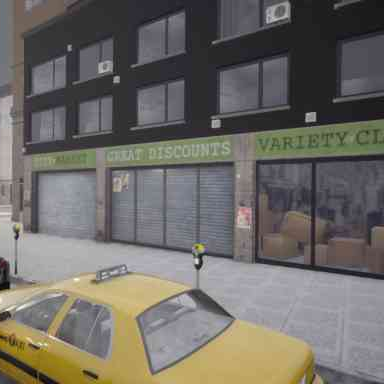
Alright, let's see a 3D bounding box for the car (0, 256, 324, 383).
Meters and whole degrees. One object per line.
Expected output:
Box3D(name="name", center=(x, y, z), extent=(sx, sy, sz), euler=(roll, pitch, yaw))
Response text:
Box3D(name="car", center=(-1.100, 1.525, 3.862), extent=(4.829, 1.417, 1.752), euler=(0, 1, 35))
